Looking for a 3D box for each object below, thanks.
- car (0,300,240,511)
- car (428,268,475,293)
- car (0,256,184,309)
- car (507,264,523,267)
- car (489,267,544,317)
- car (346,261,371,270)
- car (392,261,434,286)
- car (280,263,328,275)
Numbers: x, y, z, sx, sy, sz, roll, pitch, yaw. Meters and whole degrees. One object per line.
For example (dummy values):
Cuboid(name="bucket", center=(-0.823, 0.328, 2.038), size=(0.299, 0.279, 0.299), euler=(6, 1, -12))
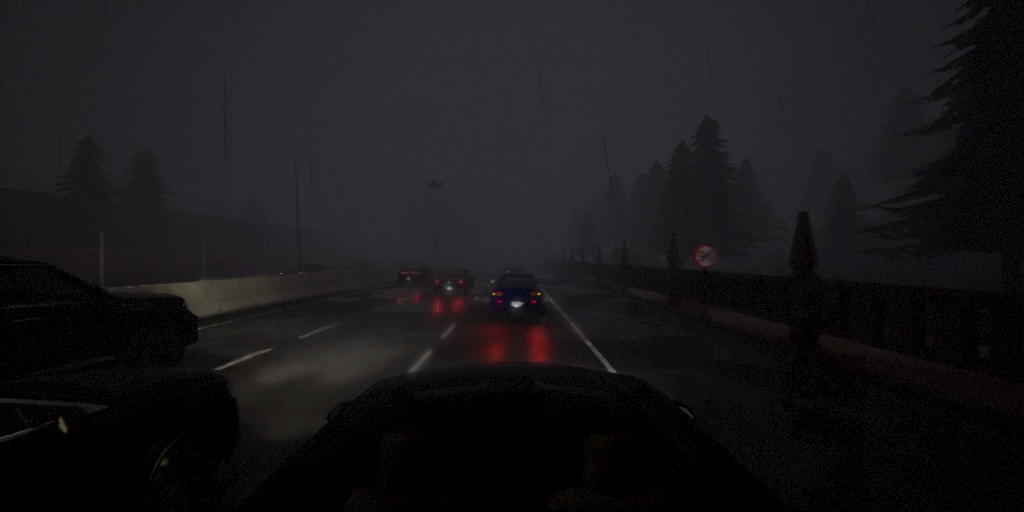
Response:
Cuboid(name="car", center=(-3.400, 1.240, 1.283), size=(2.128, 1.511, 4.902), euler=(0, 0, 0))
Cuboid(name="car", center=(-3.287, 1.413, 21.116), size=(1.895, 1.301, 4.718), euler=(0, 0, 0))
Cuboid(name="car", center=(-6.890, 0.979, 4.232), size=(2.150, 2.045, 5.566), euler=(0, 0, 0))
Cuboid(name="car", center=(0.308, 1.458, 34.733), size=(1.895, 1.301, 4.718), euler=(0, 0, 0))
Cuboid(name="car", center=(0.162, 1.313, 13.347), size=(1.812, 1.442, 4.674), euler=(0, 0, 0))
Cuboid(name="car", center=(-20.763, 1.401, 48.763), size=(1.837, 1.490, 4.892), euler=(0, 0, 1))
Cuboid(name="car", center=(-6.753, 1.319, 25.967), size=(2.128, 1.511, 4.902), euler=(0, 0, 0))
Cuboid(name="car", center=(-17.416, 1.344, 30.283), size=(1.837, 1.490, 4.892), euler=(0, -1, 0))
